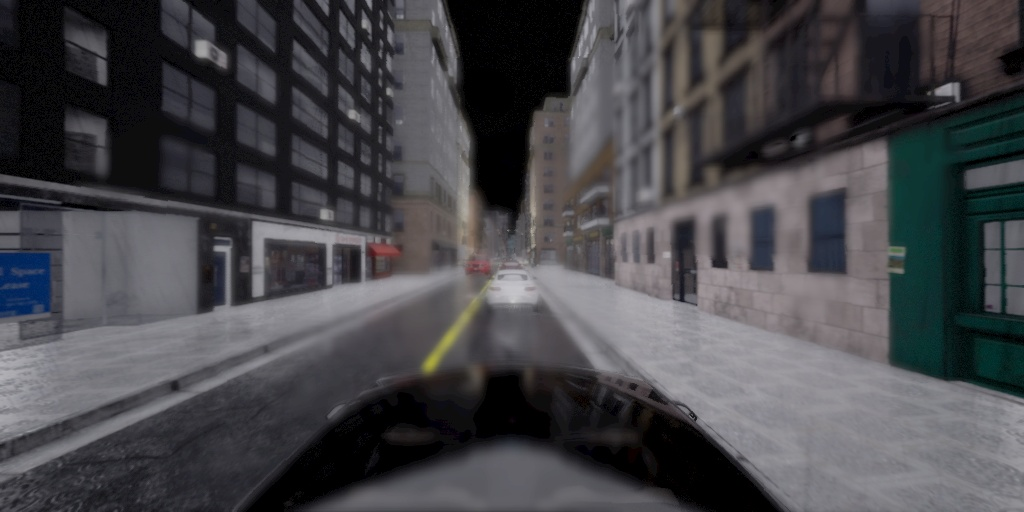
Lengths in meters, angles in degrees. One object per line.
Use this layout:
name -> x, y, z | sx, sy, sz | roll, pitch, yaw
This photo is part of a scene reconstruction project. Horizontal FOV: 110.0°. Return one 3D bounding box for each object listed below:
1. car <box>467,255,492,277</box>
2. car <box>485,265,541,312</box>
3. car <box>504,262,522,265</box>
car -> -3.109, 0.932, 35.261 | 2.150, 2.045, 5.566 | 0, 0, 0
car -> 0.091, 1.264, 14.016 | 1.812, 1.442, 4.674 | 0, 0, 0
car -> 0.085, 1.197, 29.755 | 1.882, 1.535, 5.008 | 0, 0, 0
